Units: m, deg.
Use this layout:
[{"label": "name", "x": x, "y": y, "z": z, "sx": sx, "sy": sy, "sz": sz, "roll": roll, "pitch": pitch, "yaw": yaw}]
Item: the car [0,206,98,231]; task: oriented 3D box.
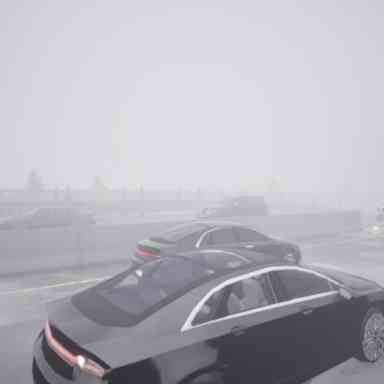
[{"label": "car", "x": -8.374, "y": 1.557, "z": 19.490, "sx": 5.357, "sy": 1.411, "sz": 2.033, "roll": 0, "pitch": 0, "yaw": -35}]

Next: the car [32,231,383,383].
[{"label": "car", "x": 0.682, "y": 1.497, "z": 4.232, "sx": 4.902, "sy": 1.511, "sz": 2.128, "roll": 0, "pitch": 0, "yaw": -36}]

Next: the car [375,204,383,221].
[{"label": "car", "x": 18.868, "y": 1.688, "z": 30.218, "sx": 5.566, "sy": 2.045, "sz": 2.150, "roll": 4, "pitch": -3, "yaw": -35}]

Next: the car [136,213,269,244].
[{"label": "car", "x": 0.841, "y": 1.516, "z": 8.643, "sx": 4.892, "sy": 1.490, "sz": 1.837, "roll": 0, "pitch": 0, "yaw": -35}]

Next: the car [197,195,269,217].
[{"label": "car", "x": 2.968, "y": 1.253, "z": 23.249, "sx": 5.566, "sy": 2.045, "sz": 2.150, "roll": 0, "pitch": 0, "yaw": -35}]
